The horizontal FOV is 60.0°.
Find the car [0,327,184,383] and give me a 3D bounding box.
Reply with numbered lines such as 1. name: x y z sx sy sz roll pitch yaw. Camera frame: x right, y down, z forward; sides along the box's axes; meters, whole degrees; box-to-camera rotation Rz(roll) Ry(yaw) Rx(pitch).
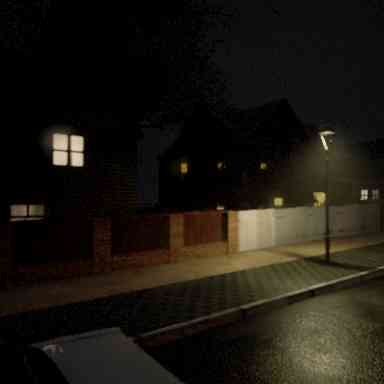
1. car: -2.137 1.606 1.422 4.718 1.301 1.895 0 0 -36
